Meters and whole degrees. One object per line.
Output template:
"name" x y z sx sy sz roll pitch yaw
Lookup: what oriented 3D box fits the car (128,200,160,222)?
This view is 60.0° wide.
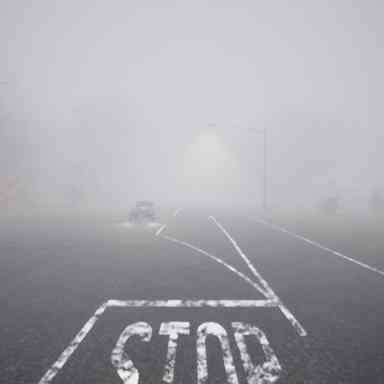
"car" -3.449 1.371 24.501 1.837 1.490 4.892 1 -2 0

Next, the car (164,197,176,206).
"car" -3.551 1.544 54.838 1.812 1.442 4.674 0 0 -1
